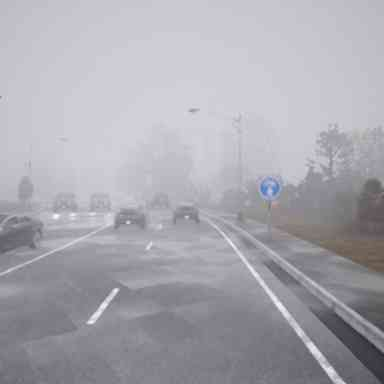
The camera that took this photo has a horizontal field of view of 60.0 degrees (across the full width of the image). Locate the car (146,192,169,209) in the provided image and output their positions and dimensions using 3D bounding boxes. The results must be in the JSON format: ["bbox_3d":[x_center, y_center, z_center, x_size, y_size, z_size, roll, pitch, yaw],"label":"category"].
[{"bbox_3d":[-4.461,1.030,42.204,2.150,2.045,5.566,1,0,-20],"label":"car"}]

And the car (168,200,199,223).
[{"bbox_3d":[-0.581,1.438,24.936,1.837,1.490,4.892,0,0,-5],"label":"car"}]

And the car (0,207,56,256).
[{"bbox_3d":[-7.011,1.504,11.798,2.128,1.511,4.902,0,0,0],"label":"car"}]

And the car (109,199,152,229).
[{"bbox_3d":[-3.835,1.461,21.599,1.837,1.490,4.892,0,1,-4],"label":"car"}]

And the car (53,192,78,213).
[{"bbox_3d":[-13.179,1.026,34.871,2.150,2.045,5.566,0,1,-17],"label":"car"}]

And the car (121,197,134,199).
[{"bbox_3d":[-8.215,1.309,42.137,1.812,1.442,4.674,0,0,-21],"label":"car"}]

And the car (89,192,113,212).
[{"bbox_3d":[-10.013,1.032,36.454,2.150,2.045,5.566,0,1,-17],"label":"car"}]
